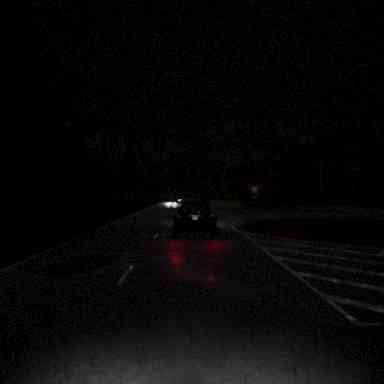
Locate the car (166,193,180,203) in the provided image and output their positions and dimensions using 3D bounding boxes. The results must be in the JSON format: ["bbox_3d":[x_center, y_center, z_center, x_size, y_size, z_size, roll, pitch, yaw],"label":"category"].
[{"bbox_3d":[-3.548,1.061,59.244,2.128,1.511,4.902,0,1,0],"label":"car"}]

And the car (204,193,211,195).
[{"bbox_3d":[2.966,0.991,63.878,1.816,1.474,4.193,-6,1,-2],"label":"car"}]

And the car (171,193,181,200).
[{"bbox_3d":[-3.506,0.993,75.289,2.033,1.411,5.357,0,0,0],"label":"car"}]

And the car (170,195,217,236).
[{"bbox_3d":[0.203,1.224,17.520,2.097,1.767,4.553,0,0,2],"label":"car"}]
